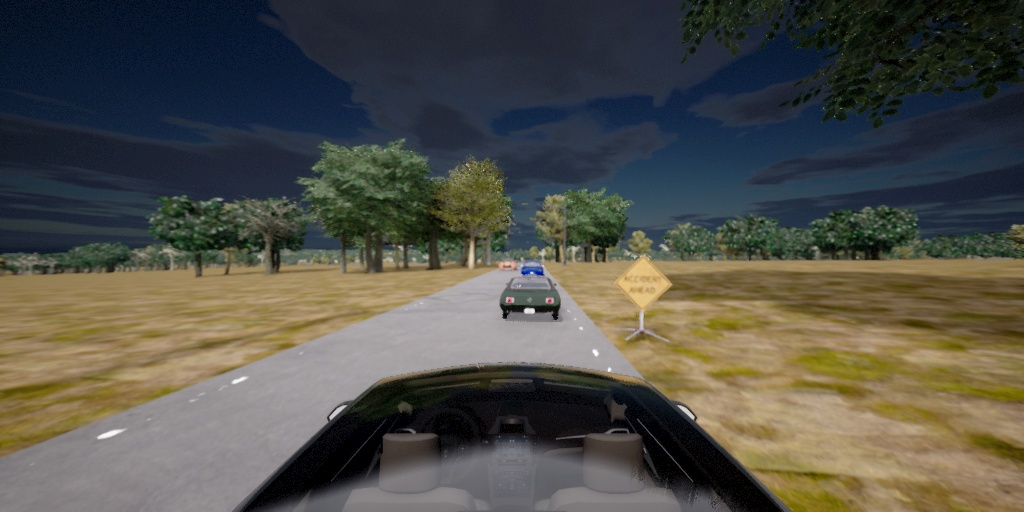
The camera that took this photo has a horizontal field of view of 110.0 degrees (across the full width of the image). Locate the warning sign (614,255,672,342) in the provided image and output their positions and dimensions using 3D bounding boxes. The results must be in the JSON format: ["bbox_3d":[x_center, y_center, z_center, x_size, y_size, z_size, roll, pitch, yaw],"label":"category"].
[{"bbox_3d":[2.966,0.908,8.257,1.300,1.860,1.060,0,0,3],"label":"warning sign"}]

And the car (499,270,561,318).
[{"bbox_3d":[0.682,1.372,13.083,1.895,1.301,4.718,0,0,4],"label":"car"}]

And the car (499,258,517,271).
[{"bbox_3d":[-0.501,1.008,46.568,2.097,1.767,4.553,0,0,4],"label":"car"}]

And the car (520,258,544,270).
[{"bbox_3d":[1.756,1.198,31.021,1.882,1.535,5.008,0,0,4],"label":"car"}]
